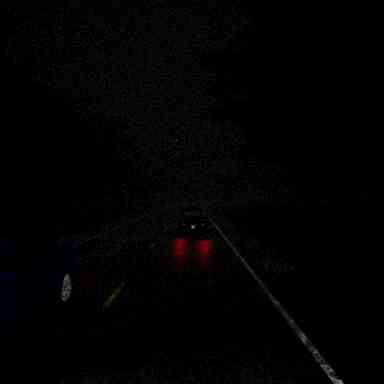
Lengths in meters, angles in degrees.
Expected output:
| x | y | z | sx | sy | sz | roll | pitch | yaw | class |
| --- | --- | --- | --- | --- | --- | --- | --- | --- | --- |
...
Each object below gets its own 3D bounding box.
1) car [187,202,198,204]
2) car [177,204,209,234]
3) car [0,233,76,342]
| x | y | z | sx | sy | sz | roll | pitch | yaw | class |
| --- | --- | --- | --- | --- | --- | --- | --- | --- | --- |
| 0.102 | 1.995 | 43.375 | 1.882 | 1.535 | 5.008 | 0 | -1 | 0 | car |
| 0.074 | 1.730 | 20.594 | 1.812 | 1.442 | 4.674 | 0 | 0 | 0 | car |
| -3.536 | 1.527 | 5.433 | 1.882 | 1.535 | 5.008 | 0 | -1 | 0 | car |
